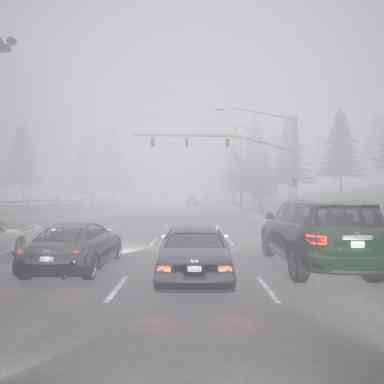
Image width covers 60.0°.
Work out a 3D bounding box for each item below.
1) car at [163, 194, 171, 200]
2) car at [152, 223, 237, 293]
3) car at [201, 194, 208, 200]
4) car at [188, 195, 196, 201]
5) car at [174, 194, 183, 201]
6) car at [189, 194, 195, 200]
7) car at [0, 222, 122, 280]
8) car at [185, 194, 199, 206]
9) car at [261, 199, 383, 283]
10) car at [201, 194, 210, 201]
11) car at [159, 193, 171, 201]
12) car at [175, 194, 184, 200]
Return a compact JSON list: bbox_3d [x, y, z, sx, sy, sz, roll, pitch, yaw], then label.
[{"bbox_3d":[-6.991,1.385,94.098,1.994,1.385,4.181,0,0,0],"label":"car"},{"bbox_3d":[0.067,1.547,8.996,2.033,1.411,5.357,0,0,0],"label":"car"},{"bbox_3d":[3.509,1.310,94.097,1.882,1.535,5.008,0,0,0],"label":"car"},{"bbox_3d":[0.008,1.531,83.678,2.033,1.411,5.357,0,0,0],"label":"car"},{"bbox_3d":[-3.492,1.517,84.095,1.812,1.442,4.674,0,0,0],"label":"car"},{"bbox_3d":[0.009,1.310,94.098,1.882,1.535,5.008,0,0,0],"label":"car"},{"bbox_3d":[-3.433,1.564,9.921,1.994,1.385,4.181,0,0,1],"label":"car"},{"bbox_3d":[0.003,1.352,53.035,2.097,1.767,4.553,0,0,0],"label":"car"},{"bbox_3d":[3.572,1.221,9.816,2.150,2.045,5.566,0,0,0],"label":"car"},{"bbox_3d":[3.508,1.492,83.677,1.837,1.490,4.892,0,0,0],"label":"car"},{"bbox_3d":[-6.992,1.217,83.708,2.150,2.045,5.566,0,0,0],"label":"car"},{"bbox_3d":[-3.491,1.358,94.098,2.128,1.511,4.902,0,0,0],"label":"car"}]
